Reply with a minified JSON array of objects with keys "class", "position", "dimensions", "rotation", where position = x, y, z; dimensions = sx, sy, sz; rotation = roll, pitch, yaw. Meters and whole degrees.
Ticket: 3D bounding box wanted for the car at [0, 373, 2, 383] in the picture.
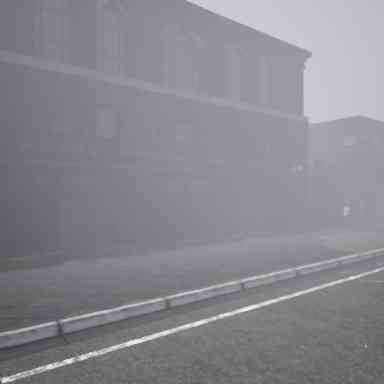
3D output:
[{"class":"car","position":[-3.774,1.238,0.999],"dimensions":[5.566,2.045,2.150],"rotation":[0,0,-35]}]
